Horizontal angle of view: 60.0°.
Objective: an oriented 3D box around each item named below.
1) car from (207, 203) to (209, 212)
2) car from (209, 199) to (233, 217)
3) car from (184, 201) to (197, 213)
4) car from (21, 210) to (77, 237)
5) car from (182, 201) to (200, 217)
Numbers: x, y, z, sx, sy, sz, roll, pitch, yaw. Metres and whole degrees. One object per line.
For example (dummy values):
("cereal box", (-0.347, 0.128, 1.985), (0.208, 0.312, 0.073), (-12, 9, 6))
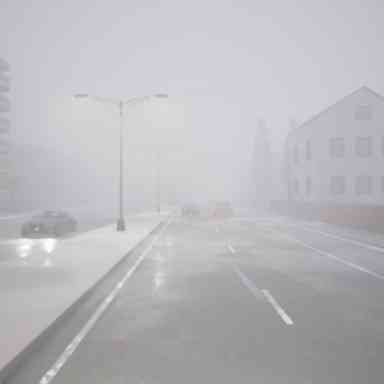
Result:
("car", (3.235, 1.880, 47.099), (2.097, 1.767, 4.553), (0, -1, 0))
("car", (3.304, 1.770, 37.262), (2.097, 1.767, 4.553), (0, -1, 0))
("car", (-0.219, 2.052, 46.895), (1.812, 1.442, 4.674), (0, -1, -1))
("car", (-8.237, 1.785, 19.468), (1.994, 1.385, 4.181), (0, -1, -2))
("car", (-0.144, 2.016, 36.938), (1.895, 1.301, 4.718), (0, -1, 0))
